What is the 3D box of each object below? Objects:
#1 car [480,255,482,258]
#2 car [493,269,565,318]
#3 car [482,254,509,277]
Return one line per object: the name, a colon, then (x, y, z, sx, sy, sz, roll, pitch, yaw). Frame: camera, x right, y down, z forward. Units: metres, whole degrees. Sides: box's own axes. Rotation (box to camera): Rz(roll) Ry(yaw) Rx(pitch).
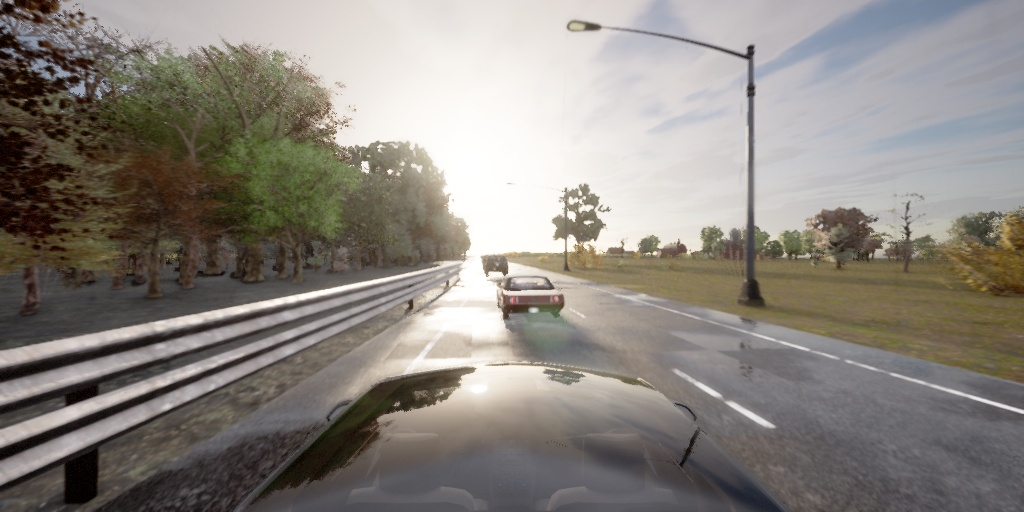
car: (-3.142, 0.802, 51.963, 2.150, 2.045, 5.566, 0, 0, -5)
car: (0.453, 1.314, 12.817, 1.895, 1.301, 4.718, 0, 0, -5)
car: (-1.550, 0.865, 34.606, 2.150, 2.045, 5.566, 0, 0, -5)
